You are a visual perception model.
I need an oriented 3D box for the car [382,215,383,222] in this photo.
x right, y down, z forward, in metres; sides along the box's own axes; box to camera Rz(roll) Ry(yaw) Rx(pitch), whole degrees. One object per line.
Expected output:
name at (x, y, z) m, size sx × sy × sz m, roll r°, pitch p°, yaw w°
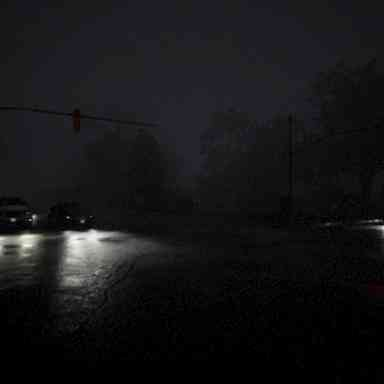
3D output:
car at (15.582, 1.646, 23.728) m, size 5.357 × 1.411 × 2.033 m, roll 2°, pitch -1°, yaw -39°

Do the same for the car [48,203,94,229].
car at (-7.948, 1.477, 21.687) m, size 2.128 × 1.511 × 4.902 m, roll 0°, pitch 0°, yaw -37°

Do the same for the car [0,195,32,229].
car at (-11.775, 1.218, 20.984) m, size 2.150 × 2.045 × 5.566 m, roll 0°, pitch 0°, yaw -38°

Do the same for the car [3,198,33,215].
car at (-18.267, 1.480, 34.850) m, size 1.882 × 1.535 × 5.008 m, roll 0°, pitch 0°, yaw -39°
